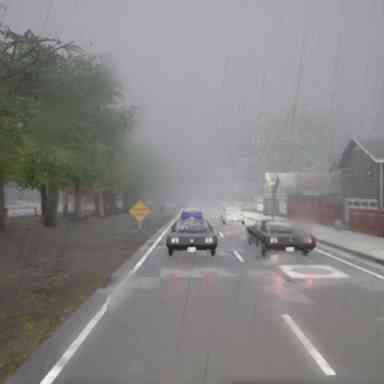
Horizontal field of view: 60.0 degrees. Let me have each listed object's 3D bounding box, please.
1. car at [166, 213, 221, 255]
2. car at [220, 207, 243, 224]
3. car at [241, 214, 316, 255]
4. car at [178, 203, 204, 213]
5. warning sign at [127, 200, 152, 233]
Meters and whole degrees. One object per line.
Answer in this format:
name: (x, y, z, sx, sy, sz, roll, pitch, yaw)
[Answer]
car: (0.004, 1.793, 14.081, 1.895, 1.301, 4.718, 0, -1, 0)
car: (3.508, 2.045, 29.359, 1.812, 1.442, 4.674, 0, -1, 0)
car: (3.504, 1.793, 14.084, 1.895, 1.301, 4.718, 0, -1, 0)
car: (0.010, 2.000, 29.470, 1.882, 1.535, 5.008, 0, -1, 0)
warning sign: (-3.037, 1.408, 19.397, 1.300, 1.860, 1.060, 1, -1, 0)
